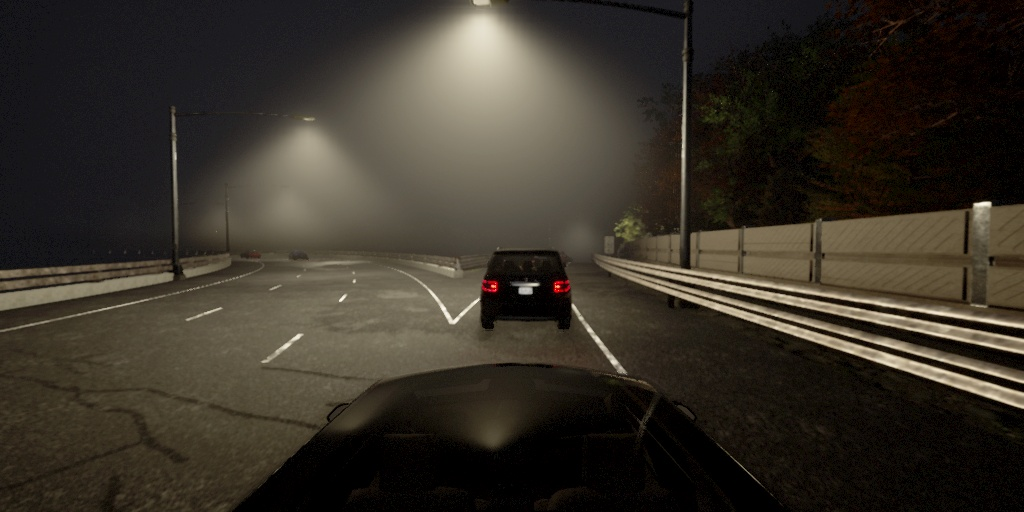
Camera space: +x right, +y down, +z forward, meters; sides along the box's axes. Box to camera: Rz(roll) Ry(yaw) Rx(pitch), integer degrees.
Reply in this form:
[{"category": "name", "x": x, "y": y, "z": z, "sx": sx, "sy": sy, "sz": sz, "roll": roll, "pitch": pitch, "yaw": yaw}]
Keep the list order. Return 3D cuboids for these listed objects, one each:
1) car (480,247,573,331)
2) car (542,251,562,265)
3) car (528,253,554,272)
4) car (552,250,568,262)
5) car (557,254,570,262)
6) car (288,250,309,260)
[{"category": "car", "x": 0.407, "y": 0.746, "z": 10.301, "sx": 2.150, "sy": 2.045, "sz": 5.566, "roll": 0, "pitch": 2, "yaw": 3}, {"category": "car", "x": 4.724, "y": 0.220, "z": 41.890, "sx": 1.837, "sy": 1.490, "sz": 4.892, "roll": 0, "pitch": 1, "yaw": 11}, {"category": "car", "x": 2.576, "y": 0.511, "z": 30.640, "sx": 1.812, "sy": 1.442, "sz": 4.674, "roll": 0, "pitch": 1, "yaw": 10}, {"category": "car", "x": 7.358, "y": 0.005, "z": 54.844, "sx": 2.097, "sy": 1.767, "sz": 4.553, "roll": 0, "pitch": 0, "yaw": 12}, {"category": "car", "x": 9.239, "y": 0.369, "z": 63.911, "sx": 1.994, "sy": 1.385, "sz": 4.181, "roll": 0, "pitch": -1, "yaw": 12}, {"category": "car", "x": -31.658, "y": -0.116, "z": 53.073, "sx": 1.812, "sy": 1.442, "sz": 4.674, "roll": -1, "pitch": 2, "yaw": -42}]
